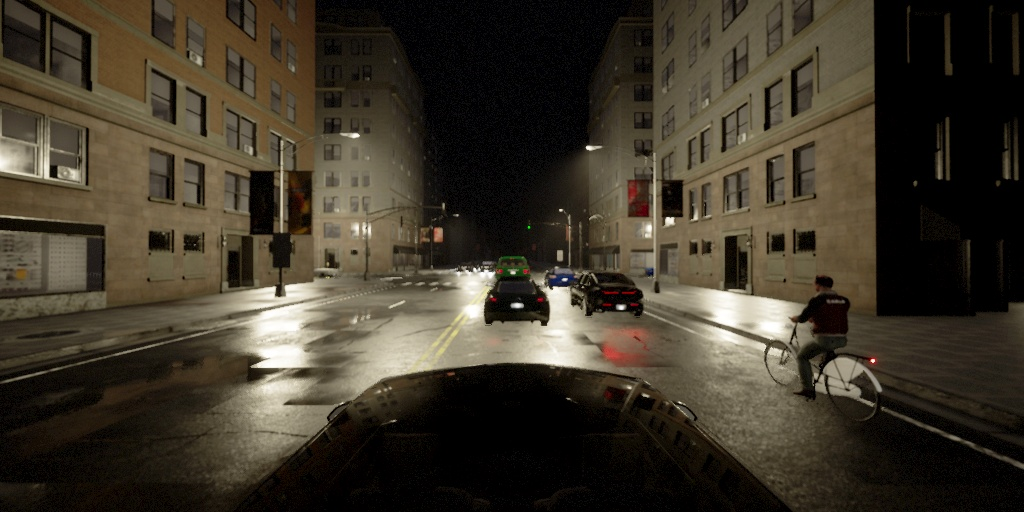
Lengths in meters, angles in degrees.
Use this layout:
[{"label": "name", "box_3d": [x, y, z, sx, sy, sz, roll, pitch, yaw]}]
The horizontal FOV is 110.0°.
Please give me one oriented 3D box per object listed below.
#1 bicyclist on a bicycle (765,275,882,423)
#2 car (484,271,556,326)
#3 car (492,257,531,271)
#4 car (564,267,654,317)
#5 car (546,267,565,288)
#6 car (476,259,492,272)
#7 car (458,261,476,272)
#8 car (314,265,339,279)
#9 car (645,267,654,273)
[{"label": "bicyclist on a bicycle", "box_3d": [4.139, 1.137, 4.962, 0.659, 1.776, 1.843, 0, 0, 0]}, {"label": "car", "box_3d": [0.095, 1.367, 12.001, 1.994, 1.385, 4.181, 0, 0, -2]}, {"label": "car", "box_3d": [-0.036, 1.086, 23.401, 2.150, 2.045, 5.566, 0, 0, -2]}, {"label": "car", "box_3d": [3.331, 1.315, 13.368, 1.837, 1.490, 4.892, 0, 0, 0]}, {"label": "car", "box_3d": [3.259, 1.430, 23.897, 1.994, 1.385, 4.181, 0, 0, 1]}, {"label": "car", "box_3d": [-3.415, 1.504, 50.661, 2.128, 1.511, 4.902, 0, 0, 0]}, {"label": "car", "box_3d": [-6.663, 1.545, 51.916, 1.812, 1.442, 4.674, 0, 0, 0]}, {"label": "car", "box_3d": [-19.227, 1.501, 34.402, 4.718, 1.301, 1.895, 0, -1, 3]}, {"label": "car", "box_3d": [16.350, 1.467, 37.262, 5.008, 1.535, 1.882, 0, -1, 0]}]
